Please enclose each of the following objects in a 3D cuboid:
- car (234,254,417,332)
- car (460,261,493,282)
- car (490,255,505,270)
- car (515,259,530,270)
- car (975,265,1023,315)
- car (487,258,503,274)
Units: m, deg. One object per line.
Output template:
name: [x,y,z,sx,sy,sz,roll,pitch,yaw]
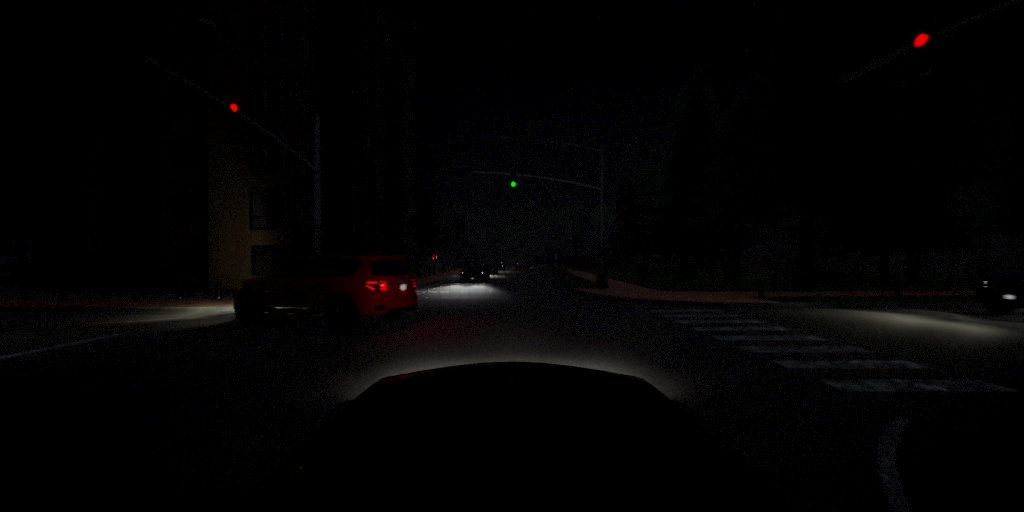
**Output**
car: [-5.598,0.976,10.859,5.566,2.045,2.150,0,-2,18]
car: [-2.811,1.296,28.204,1.895,1.301,4.718,0,0,2]
car: [-2.119,0.857,49.560,2.150,2.045,5.566,0,0,2]
car: [1.504,1.142,50.718,1.812,1.442,4.674,0,0,2]
car: [17.620,0.857,10.700,5.566,2.045,2.150,0,0,0]
car: [-2.492,1.213,38.835,2.033,1.411,5.357,0,0,2]
